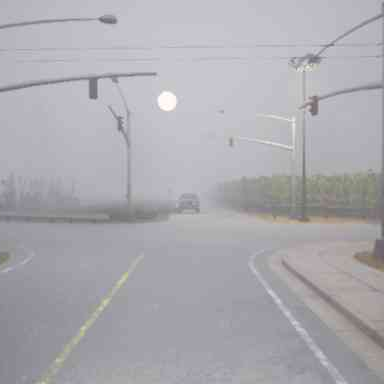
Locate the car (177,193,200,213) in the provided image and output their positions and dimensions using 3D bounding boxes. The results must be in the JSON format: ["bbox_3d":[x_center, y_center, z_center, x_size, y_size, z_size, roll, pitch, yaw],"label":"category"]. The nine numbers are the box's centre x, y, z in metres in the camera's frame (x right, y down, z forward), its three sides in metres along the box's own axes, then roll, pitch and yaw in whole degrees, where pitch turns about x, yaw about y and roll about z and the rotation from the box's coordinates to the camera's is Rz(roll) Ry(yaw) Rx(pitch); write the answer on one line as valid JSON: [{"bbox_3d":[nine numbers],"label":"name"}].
[{"bbox_3d":[-0.353,1.109,35.865,2.150,2.045,5.566,0,0,-3],"label":"car"}]

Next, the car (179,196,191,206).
[{"bbox_3d":[-1.085,1.345,52.061,1.812,1.442,4.674,0,0,-2],"label":"car"}]
